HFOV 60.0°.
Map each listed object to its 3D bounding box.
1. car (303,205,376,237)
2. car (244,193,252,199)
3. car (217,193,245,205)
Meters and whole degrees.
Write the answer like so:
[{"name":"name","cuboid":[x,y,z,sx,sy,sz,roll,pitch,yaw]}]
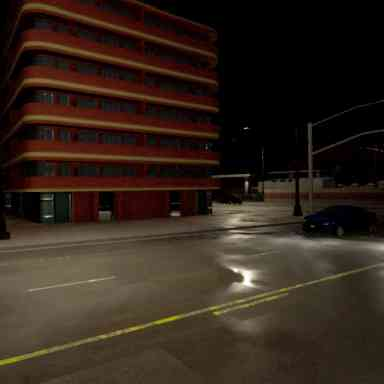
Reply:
[{"name":"car","cuboid":[8.175,1.487,18.323,5.008,1.535,1.882,0,0,-35]},{"name":"car","cuboid":[12.890,1.061,81.963,3.806,1.475,1.970,-1,1,-35]},{"name":"car","cuboid":[6.246,1.404,55.961,1.837,1.490,4.892,-1,0,-37]}]
